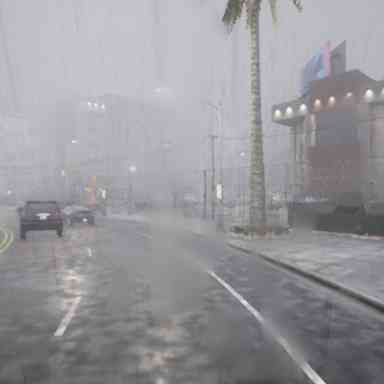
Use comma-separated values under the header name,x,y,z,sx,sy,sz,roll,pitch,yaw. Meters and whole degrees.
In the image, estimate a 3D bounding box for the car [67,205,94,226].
name,x,y,z,sx,sy,sz,roll,pitch,yaw
car,-9.396,1.851,26.675,1.837,1.490,4.892,1,-1,-36

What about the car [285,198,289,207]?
name,x,y,z,sx,sy,sz,roll,pitch,yaw
car,12.889,1.976,47.566,2.002,1.452,4.674,1,-1,-43

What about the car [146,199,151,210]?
name,x,y,z,sx,sy,sz,roll,pitch,yaw
car,-6.897,1.903,51.993,2.185,1.767,4.553,1,-1,-43

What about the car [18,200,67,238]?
name,x,y,z,sx,sy,sz,roll,pitch,yaw
car,-9.118,1.486,19.998,2.150,2.045,5.566,0,-1,-27
